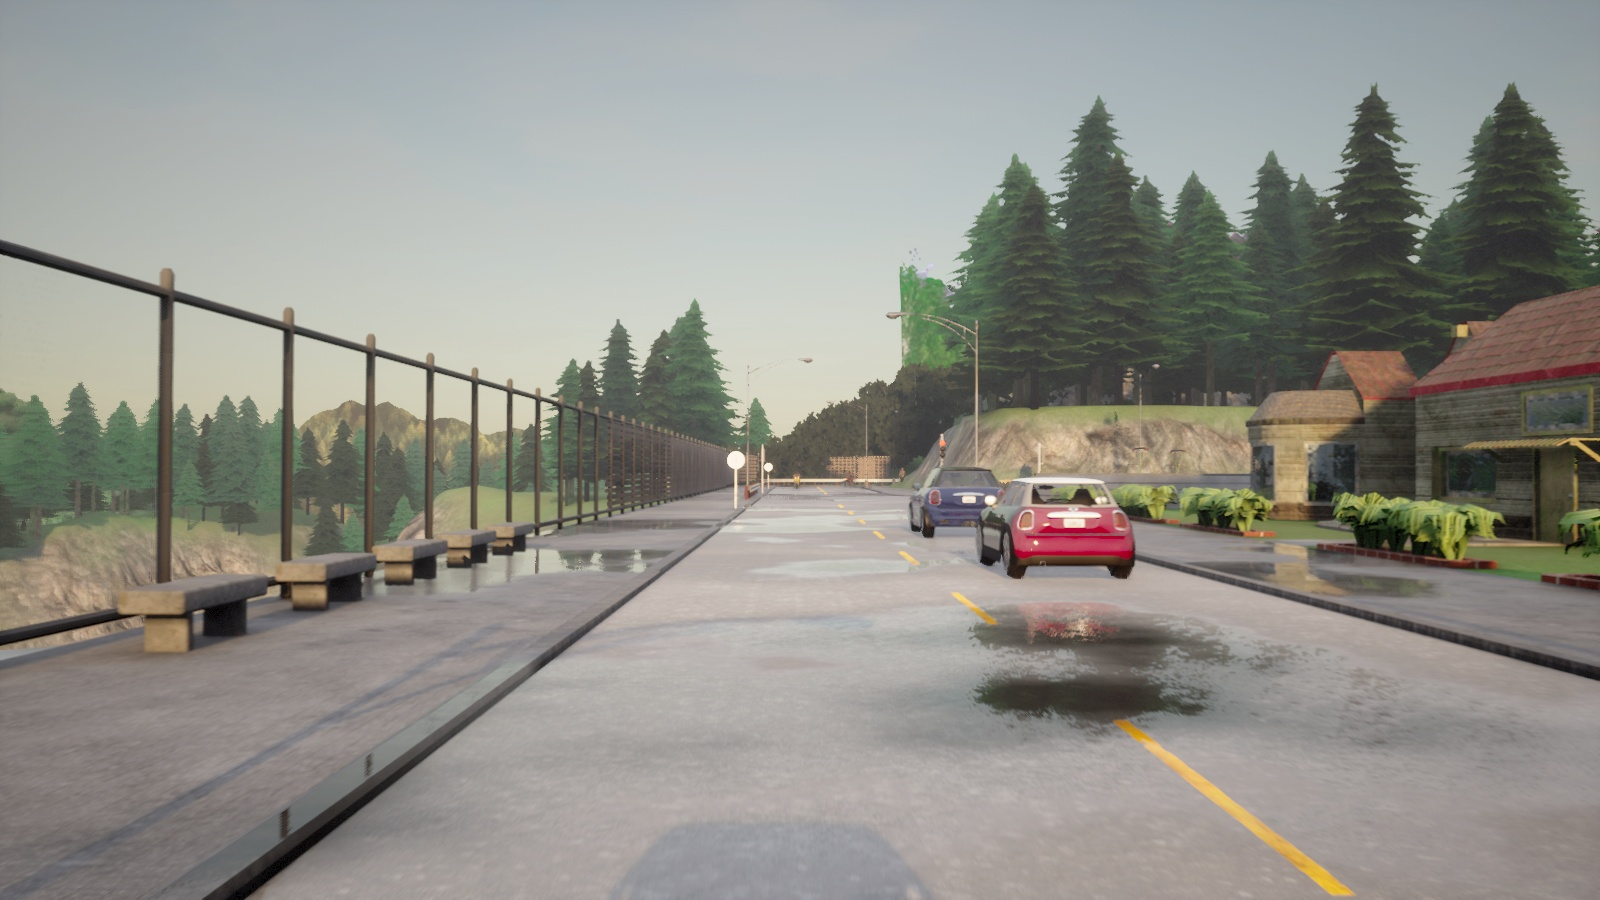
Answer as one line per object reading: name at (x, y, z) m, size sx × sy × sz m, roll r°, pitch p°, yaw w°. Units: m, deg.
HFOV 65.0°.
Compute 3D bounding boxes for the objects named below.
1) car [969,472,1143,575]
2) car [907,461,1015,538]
car at (3.948, 1.099, 20.022) m, size 1.970 × 1.475 × 3.806 m, roll 0°, pitch -1°, yaw 0°
car at (3.921, 1.183, 31.403) m, size 2.097 × 1.767 × 4.553 m, roll 0°, pitch -1°, yaw 0°
